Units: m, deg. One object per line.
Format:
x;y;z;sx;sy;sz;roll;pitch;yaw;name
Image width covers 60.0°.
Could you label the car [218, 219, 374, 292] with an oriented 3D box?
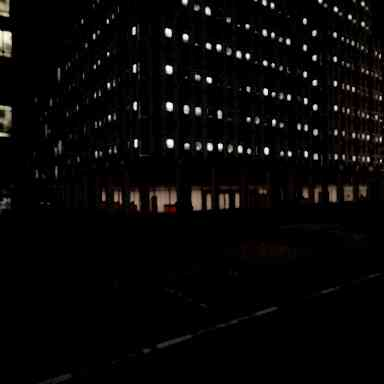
2.845;1.407;8.605;4.829;1.417;1.752;-1;1;-36;car
